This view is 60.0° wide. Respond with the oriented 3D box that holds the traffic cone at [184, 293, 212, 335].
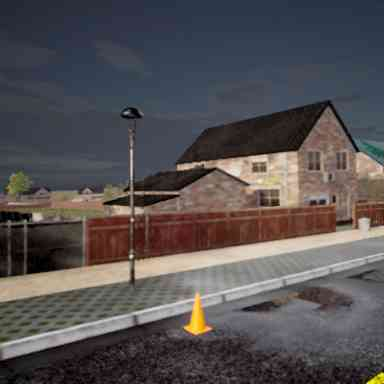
[{"bbox_3d":[0.101,1.951,5.455,0.340,0.580,0.340,0,0,-36],"label":"traffic cone"}]
